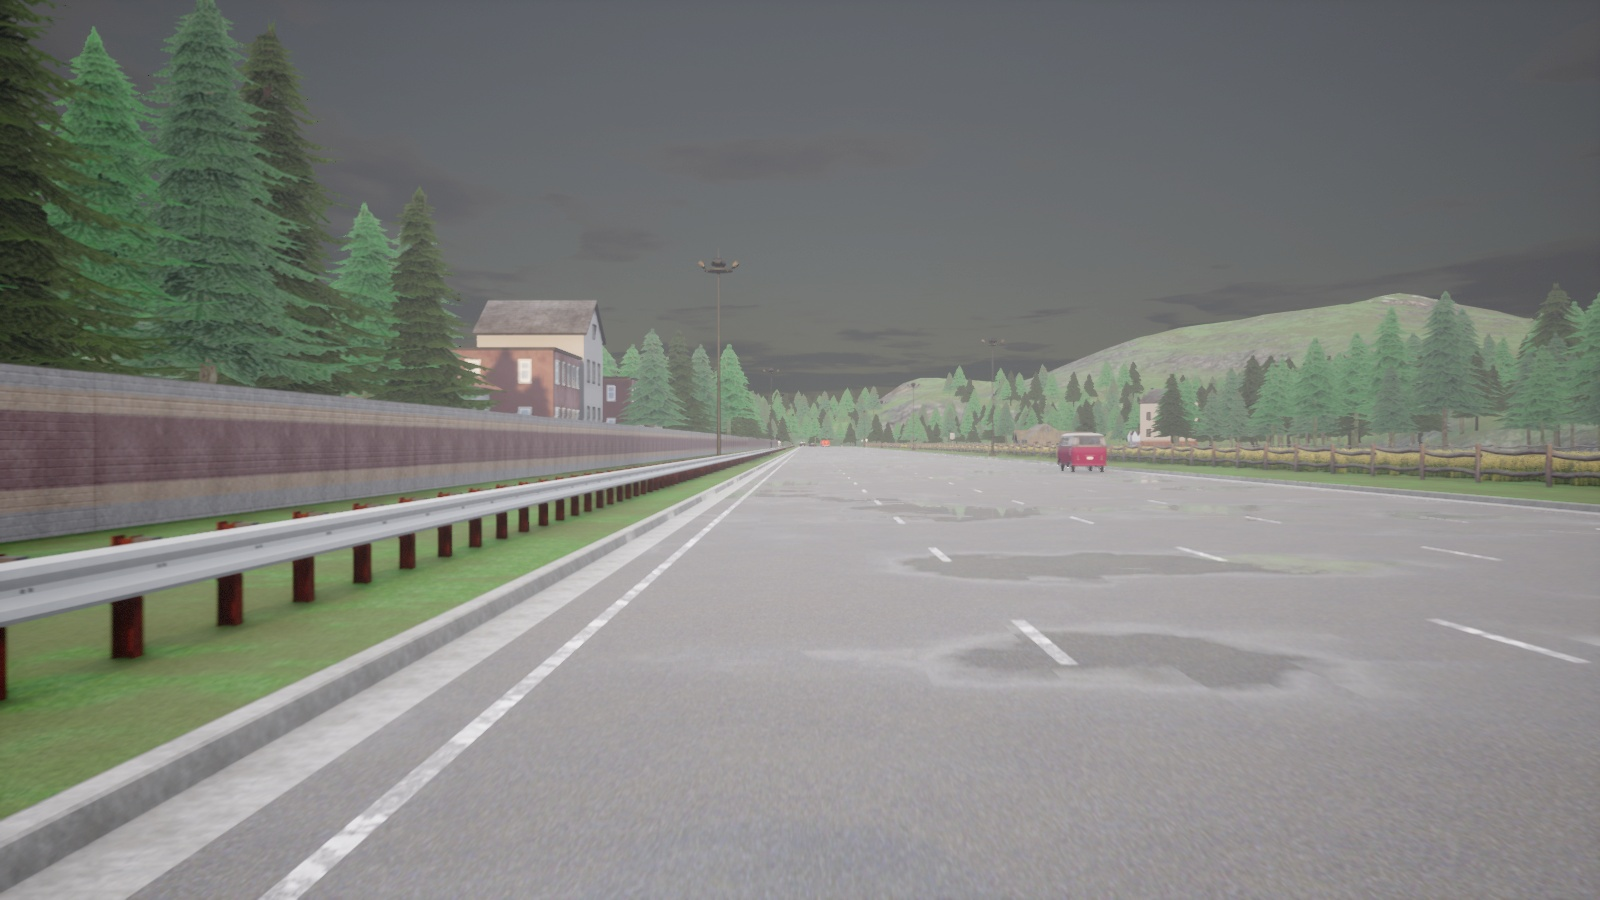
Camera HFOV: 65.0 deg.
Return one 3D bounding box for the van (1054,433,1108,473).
[{"bbox_3d":[14.387,0.147,64.483,1.775,1.987,4.442,0,0,0],"label":"van"}]
